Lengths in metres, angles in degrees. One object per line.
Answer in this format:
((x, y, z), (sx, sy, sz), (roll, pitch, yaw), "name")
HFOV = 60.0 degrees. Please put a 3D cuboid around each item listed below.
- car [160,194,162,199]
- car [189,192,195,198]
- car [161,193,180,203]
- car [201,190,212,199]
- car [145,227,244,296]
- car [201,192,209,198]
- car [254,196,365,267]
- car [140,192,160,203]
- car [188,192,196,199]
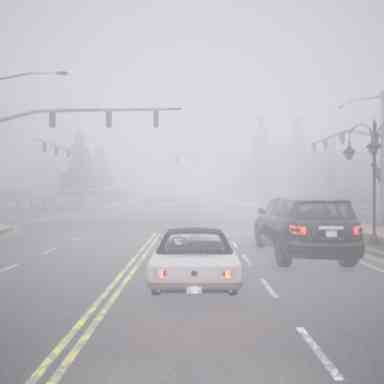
((-6.995, 1.034, 71.566), (2.033, 1.411, 5.357), (0, 0, 0), "car")
((0.006, 0.744, 89.932), (1.812, 1.442, 4.674), (0, 0, 0), "car")
((-3.566, 1.169, 55.934), (1.994, 1.385, 4.181), (0, 0, 0), "car")
((3.506, 0.655, 79.279), (2.150, 2.045, 5.566), (0, 0, 0), "car")
((0.063, 1.540, 8.463), (1.895, 1.301, 4.718), (0, 0, 0), "car")
((3.506, 0.772, 89.932), (1.994, 1.385, 4.181), (0, 0, 0), "car")
((3.580, 1.142, 11.183), (2.150, 2.045, 5.566), (0, 0, 0), "car")
((-7.062, 1.152, 55.948), (2.033, 1.411, 5.357), (0, 0, 0), "car")
((0.006, 0.952, 79.625), (1.812, 1.442, 4.674), (0, 0, 0), "car")
